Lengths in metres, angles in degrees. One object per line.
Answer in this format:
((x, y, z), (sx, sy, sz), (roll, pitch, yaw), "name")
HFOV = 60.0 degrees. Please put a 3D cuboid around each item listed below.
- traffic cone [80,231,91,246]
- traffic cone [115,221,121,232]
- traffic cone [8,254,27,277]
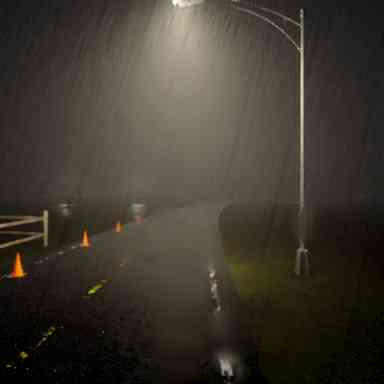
((-4.477, 1.949, 13.964), (0.340, 0.580, 0.340), (0, 0, 3), "traffic cone")
((-4.200, 1.949, 18.996), (0.340, 0.580, 0.340), (0, 0, 4), "traffic cone")
((-4.675, 1.949, 8.929), (0.340, 0.580, 0.340), (0, 0, 2), "traffic cone")
